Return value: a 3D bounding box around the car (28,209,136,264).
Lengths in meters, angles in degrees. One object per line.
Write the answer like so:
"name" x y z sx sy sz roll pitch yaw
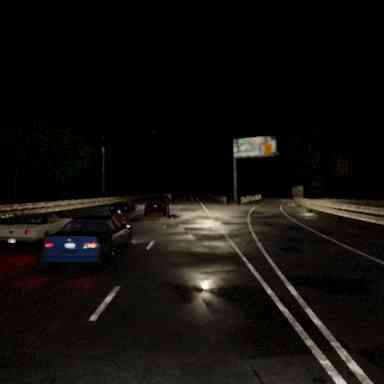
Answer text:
"car" -3.401 1.540 11.789 2.033 1.411 5.357 0 0 0

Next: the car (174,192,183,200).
"car" -3.509 1.008 85.588 2.150 2.045 5.566 0 0 0

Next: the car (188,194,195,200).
"car" -0.010 1.303 89.032 1.812 1.442 4.674 0 0 0

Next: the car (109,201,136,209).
"car" -6.911 1.571 33.735 1.895 1.301 4.718 0 0 0

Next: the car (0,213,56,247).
"car" -6.901 1.591 15.026 1.895 1.301 4.718 0 0 0

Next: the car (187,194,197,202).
"car" 0.002 1.373 70.875 1.812 1.442 4.674 0 0 0

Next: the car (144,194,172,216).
"car" -3.402 1.323 32.929 2.097 1.767 4.553 0 0 0
